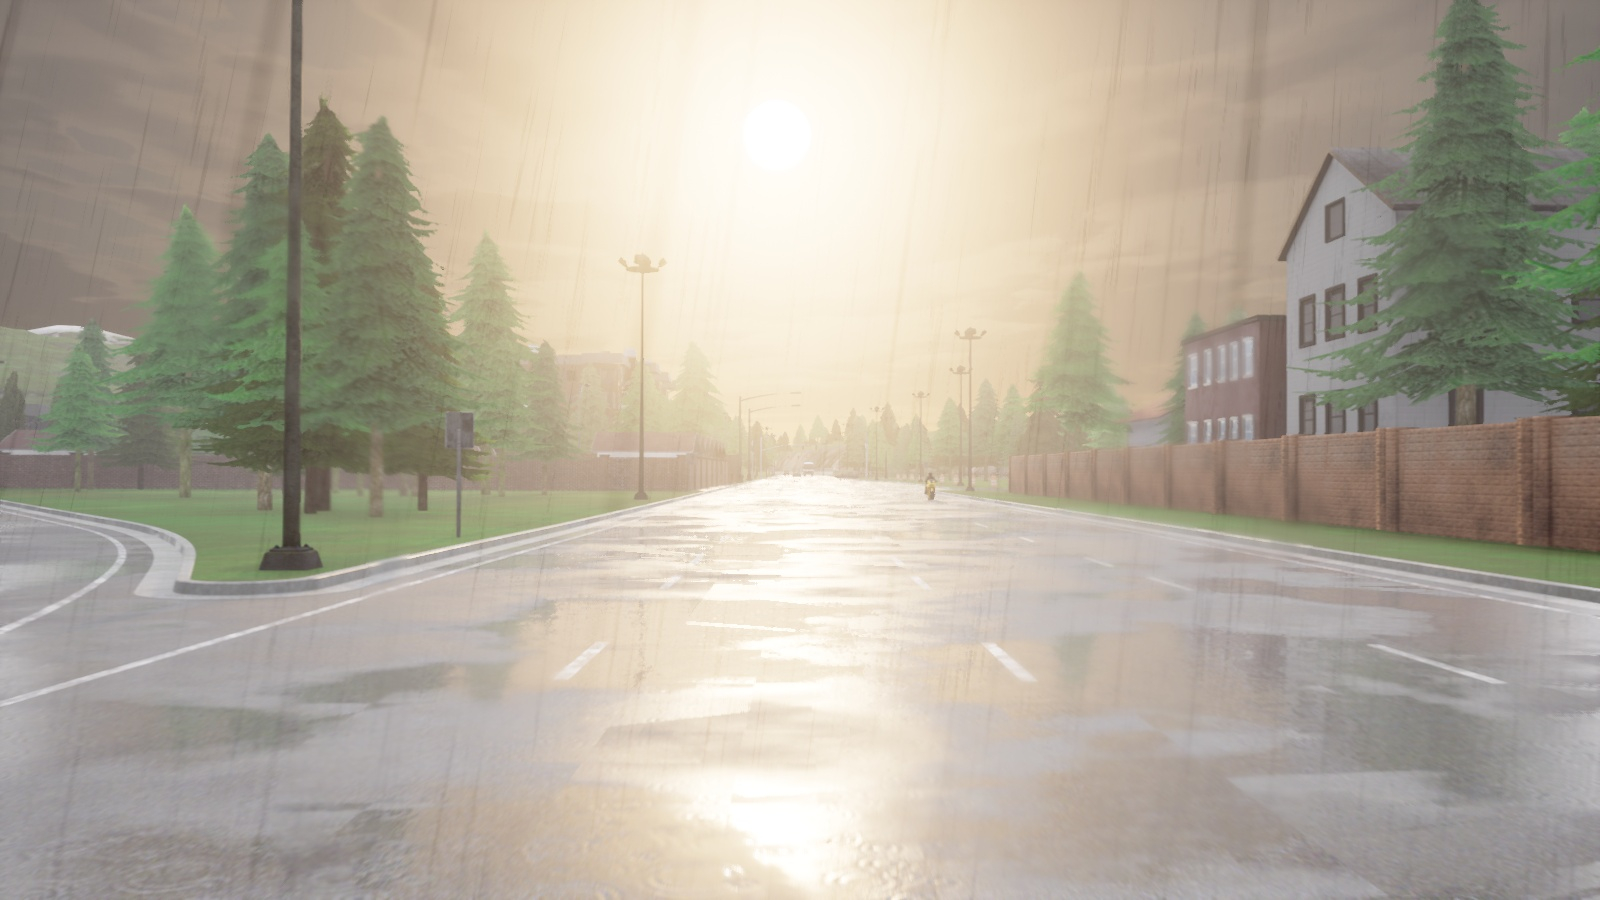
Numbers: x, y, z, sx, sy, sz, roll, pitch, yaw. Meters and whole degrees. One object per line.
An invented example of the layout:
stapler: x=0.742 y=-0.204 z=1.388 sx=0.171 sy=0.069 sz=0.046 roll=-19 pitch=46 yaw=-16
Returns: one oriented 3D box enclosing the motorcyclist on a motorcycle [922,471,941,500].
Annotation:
motorcyclist on a motorcycle: x=6.990 y=1.889 z=66.912 sx=0.797 sy=1.523 sz=2.044 roll=0 pitch=-1 yaw=0
